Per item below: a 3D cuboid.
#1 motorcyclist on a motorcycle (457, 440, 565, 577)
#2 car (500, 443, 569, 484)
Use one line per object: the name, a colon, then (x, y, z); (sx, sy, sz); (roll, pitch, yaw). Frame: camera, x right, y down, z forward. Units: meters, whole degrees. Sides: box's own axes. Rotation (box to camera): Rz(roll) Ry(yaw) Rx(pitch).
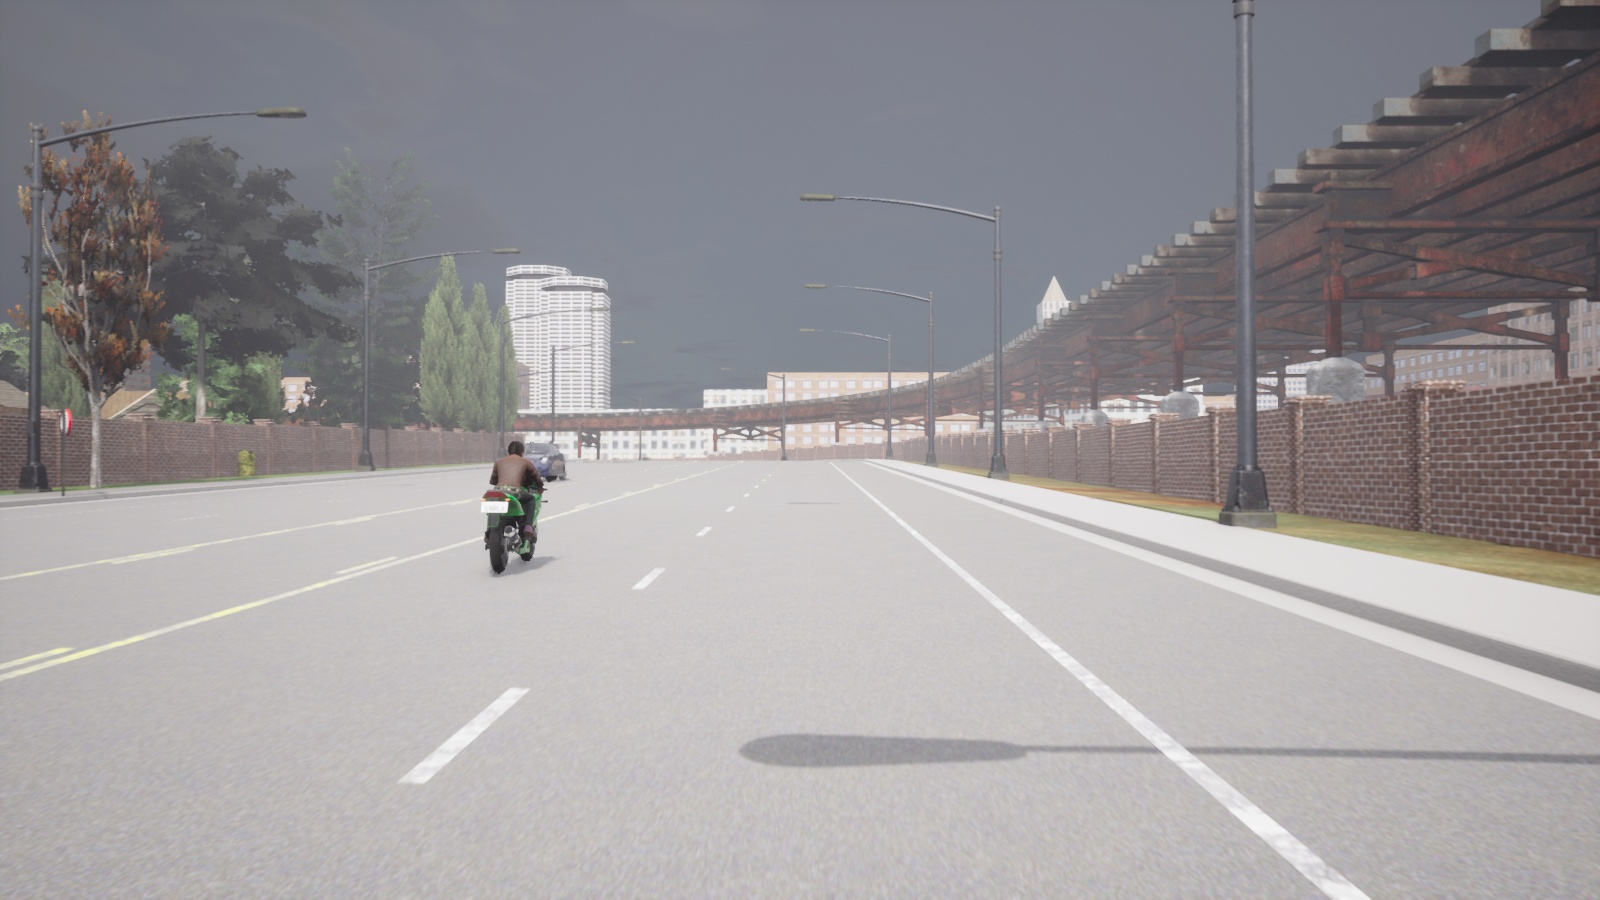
motorcyclist on a motorcycle: (-3.397, 0.646, 14.940); (0.797, 1.523, 2.044); (0, 0, 0)
car: (-10.200, 0.492, 48.482); (1.845, 1.501, 3.633); (0, 0, 0)
